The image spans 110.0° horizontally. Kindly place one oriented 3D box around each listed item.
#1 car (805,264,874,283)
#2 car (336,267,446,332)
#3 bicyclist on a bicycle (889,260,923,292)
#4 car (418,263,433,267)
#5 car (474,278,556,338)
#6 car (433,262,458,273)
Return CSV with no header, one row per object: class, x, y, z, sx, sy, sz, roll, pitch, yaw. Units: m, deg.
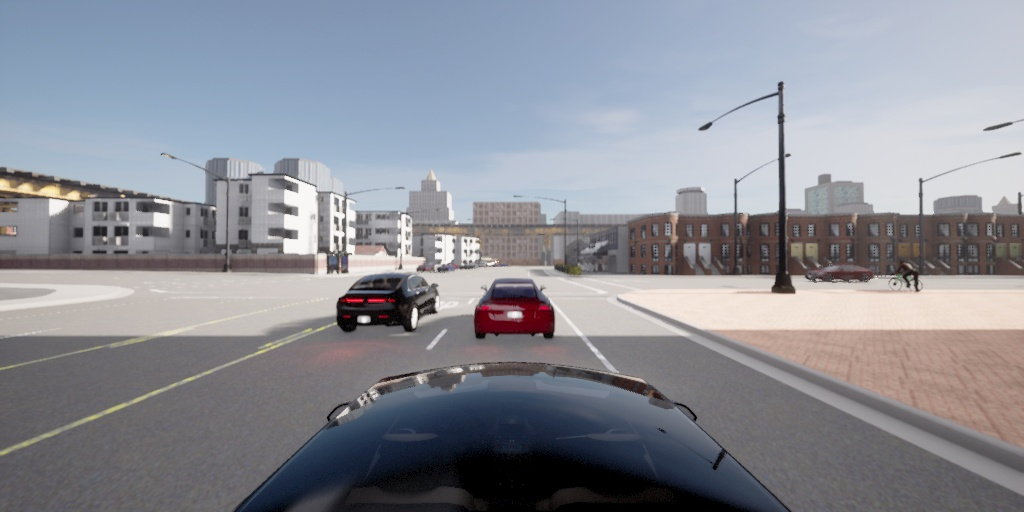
car,26.786,1.413,29.387,4.674,1.442,1.812,0,-1,1
car,-3.453,1.239,10.797,1.837,1.490,4.892,0,0,0
bicyclist on a bicycle,20.342,1.036,18.556,0.582,1.620,1.656,0,-1,1
car,-13.284,1.810,55.196,1.994,1.385,4.181,0,-1,3
car,0.050,1.298,10.091,1.994,1.385,4.181,0,0,0
car,-9.855,1.827,53.706,1.895,1.301,4.718,0,-1,3
